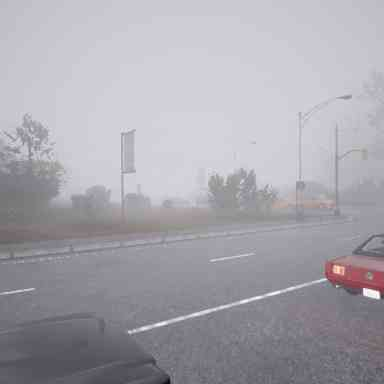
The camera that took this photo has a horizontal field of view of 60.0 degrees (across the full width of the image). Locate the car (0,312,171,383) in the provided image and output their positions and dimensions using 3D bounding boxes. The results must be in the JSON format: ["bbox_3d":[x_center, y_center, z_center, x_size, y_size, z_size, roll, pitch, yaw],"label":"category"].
[{"bbox_3d":[-2.416,1.601,2.013,4.718,1.301,1.895,0,0,-36],"label":"car"}]

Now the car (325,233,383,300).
[{"bbox_3d":[5.107,1.570,7.407,4.718,1.301,1.895,0,0,-36],"label":"car"}]

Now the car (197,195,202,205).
[{"bbox_3d":[2.685,1.131,51.038,2.097,1.767,4.553,-1,0,-39],"label":"car"}]

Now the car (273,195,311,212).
[{"bbox_3d":[9.941,1.278,36.437,1.882,1.535,5.008,-1,0,-39],"label":"car"}]

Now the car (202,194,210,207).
[{"bbox_3d":[3.972,1.282,43.847,1.882,1.535,5.008,-1,0,-39],"label":"car"}]

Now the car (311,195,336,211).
[{"bbox_3d":[13.779,1.122,37.252,2.097,1.767,4.553,-1,0,-39],"label":"car"}]

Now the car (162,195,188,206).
[{"bbox_3d":[-2.340,1.373,51.697,1.994,1.385,4.181,-1,0,-39],"label":"car"}]

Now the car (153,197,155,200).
[{"bbox_3d":[-6.677,1.326,74.030,1.895,1.301,4.718,-1,0,-38],"label":"car"}]

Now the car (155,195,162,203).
[{"bbox_3d":[-4.022,1.384,59.411,1.895,1.301,4.718,-1,0,-38],"label":"car"}]
